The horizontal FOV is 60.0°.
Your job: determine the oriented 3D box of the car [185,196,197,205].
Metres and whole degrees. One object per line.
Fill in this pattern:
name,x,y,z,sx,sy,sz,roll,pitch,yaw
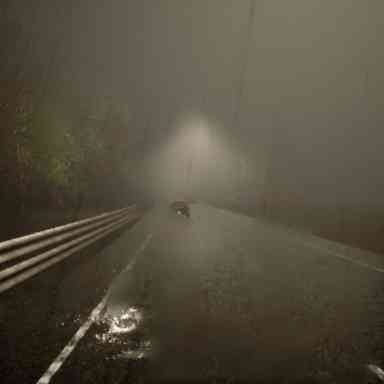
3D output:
car,-0.080,1.704,62.916,2.033,1.411,5.357,0,0,-4

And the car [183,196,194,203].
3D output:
car,-0.820,1.550,73.314,2.033,1.411,5.357,0,0,-4

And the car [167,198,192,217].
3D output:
car,-1.321,1.593,32.321,1.837,1.490,4.892,0,0,-4
